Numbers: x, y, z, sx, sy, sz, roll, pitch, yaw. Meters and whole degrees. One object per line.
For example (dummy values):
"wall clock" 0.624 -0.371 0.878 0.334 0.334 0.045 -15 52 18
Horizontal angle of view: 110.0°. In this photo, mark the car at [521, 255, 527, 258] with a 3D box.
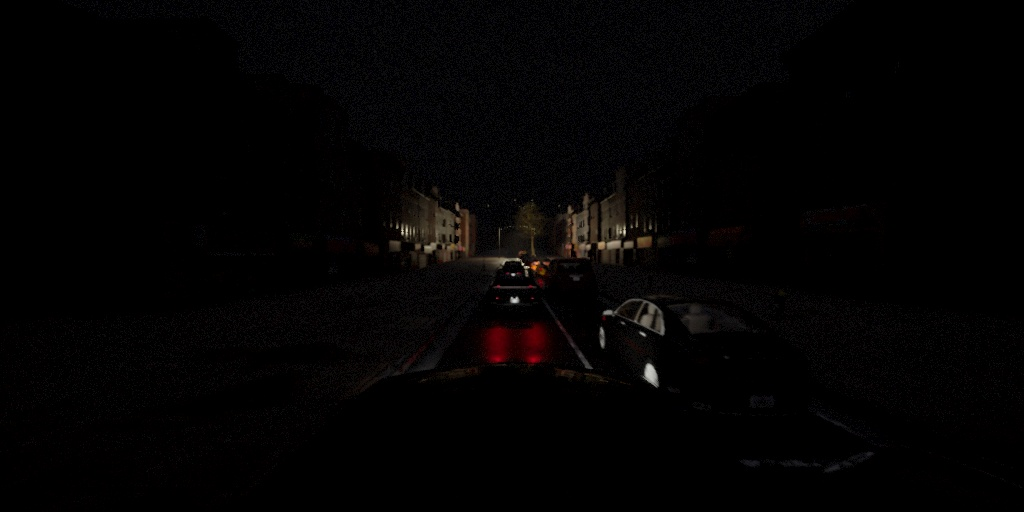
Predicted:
"car" 2.629 0.879 50.430 1.888 1.381 4.507 0 0 0

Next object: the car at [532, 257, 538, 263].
"car" 3.019 1.041 31.563 1.801 1.575 5.366 0 1 0

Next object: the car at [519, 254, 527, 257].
"car" 2.628 0.713 61.551 1.802 1.307 4.207 0 0 0

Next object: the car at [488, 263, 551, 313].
"car" 0.091 1.209 13.914 2.128 1.511 4.902 0 0 0

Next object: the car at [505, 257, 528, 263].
"car" 0.089 1.111 29.425 1.837 1.490 4.892 0 1 0

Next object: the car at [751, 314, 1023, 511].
"car" 2.637 1.190 0.401 1.967 1.591 4.097 0 0 0

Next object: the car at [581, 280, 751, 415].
"car" 2.636 1.294 5.960 2.007 1.370 4.403 0 0 0

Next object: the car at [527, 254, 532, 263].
"car" 2.981 0.859 38.339 2.097 1.767 4.553 0 1 0

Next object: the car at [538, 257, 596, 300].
"car" 2.635 1.016 17.077 2.192 1.841 5.009 0 0 0
